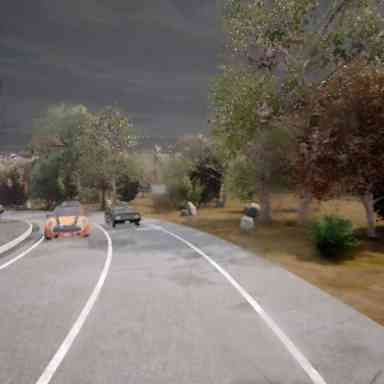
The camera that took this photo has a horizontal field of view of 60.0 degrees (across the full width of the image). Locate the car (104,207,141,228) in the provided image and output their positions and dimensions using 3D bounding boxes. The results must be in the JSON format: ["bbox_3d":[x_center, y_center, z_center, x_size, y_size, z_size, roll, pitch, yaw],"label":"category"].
[{"bbox_3d":[-5.049,1.696,23.615,1.895,1.301,4.718,-2,0,-23],"label":"car"}]

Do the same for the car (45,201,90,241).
[{"bbox_3d":[-6.728,1.517,18.106,2.097,1.767,4.553,-2,0,-19],"label":"car"}]

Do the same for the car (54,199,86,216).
[{"bbox_3d":[-14.427,1.808,39.149,2.097,1.767,4.553,-4,1,-37],"label":"car"}]

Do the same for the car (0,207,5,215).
[{"bbox_3d":[-30.456,2.841,51.308,5.008,1.535,1.882,-3,2,45],"label":"car"}]
